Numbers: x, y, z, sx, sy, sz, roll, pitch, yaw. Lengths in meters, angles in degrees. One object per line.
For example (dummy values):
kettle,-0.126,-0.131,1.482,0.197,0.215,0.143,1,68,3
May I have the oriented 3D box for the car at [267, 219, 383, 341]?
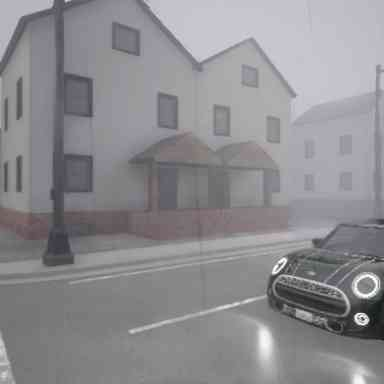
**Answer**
car,3.596,1.362,6.560,4.553,1.767,2.097,0,0,-35
